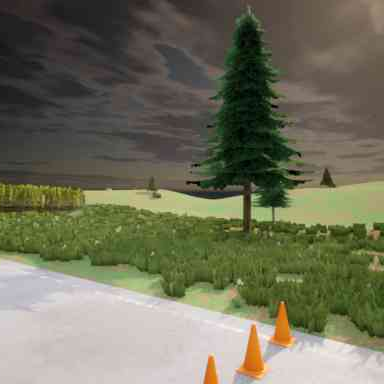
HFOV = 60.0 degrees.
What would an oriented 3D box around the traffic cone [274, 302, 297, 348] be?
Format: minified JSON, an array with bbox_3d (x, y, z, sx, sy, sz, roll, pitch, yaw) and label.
[{"bbox_3d":[1.364,1.955,5.017,0.340,0.580,0.340,0,0,36],"label":"traffic cone"}]

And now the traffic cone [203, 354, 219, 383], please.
[{"bbox_3d":[0.195,1.955,3.394,0.340,0.580,0.340,0,0,36],"label":"traffic cone"}]

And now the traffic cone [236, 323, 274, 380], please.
[{"bbox_3d":[0.780,1.955,4.205,0.340,0.580,0.340,0,0,36],"label":"traffic cone"}]
